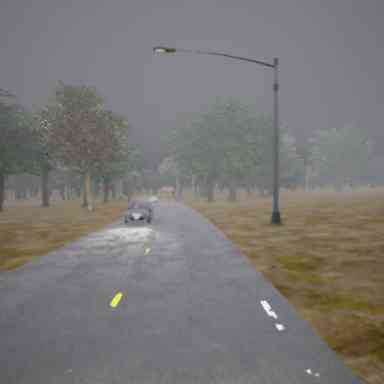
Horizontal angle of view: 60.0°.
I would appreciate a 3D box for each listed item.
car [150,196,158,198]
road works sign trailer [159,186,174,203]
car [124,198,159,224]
[{"bbox_3d":[-7.454,1.497,65.172,1.812,1.442,4.674,0,0,-7],"label":"car"},{"bbox_3d":[-5.154,0.469,70.697,2.380,3.560,2.880,0,0,-9],"label":"road works sign trailer"},{"bbox_3d":[-3.787,1.428,24.446,2.128,1.511,4.902,0,0,-3],"label":"car"}]
